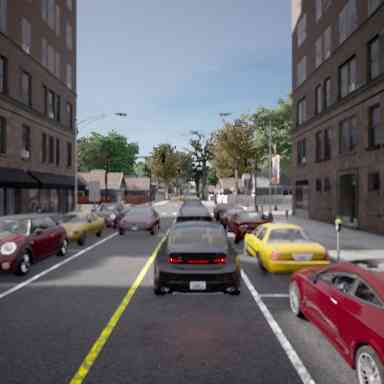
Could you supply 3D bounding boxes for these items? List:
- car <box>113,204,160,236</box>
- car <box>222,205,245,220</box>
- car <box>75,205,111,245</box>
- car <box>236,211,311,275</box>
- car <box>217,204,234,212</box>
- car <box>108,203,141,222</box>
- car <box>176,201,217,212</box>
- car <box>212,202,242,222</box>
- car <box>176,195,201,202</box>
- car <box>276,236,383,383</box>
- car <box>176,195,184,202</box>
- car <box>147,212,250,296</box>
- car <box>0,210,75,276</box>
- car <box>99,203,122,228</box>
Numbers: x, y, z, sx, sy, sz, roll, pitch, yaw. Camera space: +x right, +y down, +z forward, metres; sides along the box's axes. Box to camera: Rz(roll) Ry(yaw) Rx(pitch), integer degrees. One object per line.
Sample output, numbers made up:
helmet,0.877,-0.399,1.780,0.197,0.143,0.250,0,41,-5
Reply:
car,-2.804,1.532,18.608,1.812,1.442,4.674,0,0,0
car,2.664,1.549,15.637,1.887,1.381,4.507,0,0,0
car,-5.361,1.530,15.479,1.752,1.417,4.829,0,0,0
car,2.654,1.527,10.289,1.752,1.417,4.829,0,0,0
car,2.675,1.589,21.155,1.802,1.307,4.206,0,0,0
car,-5.340,1.593,26.687,1.802,1.307,4.206,0,0,0
car,0.133,1.484,18.124,1.882,1.535,5.008,0,0,0
car,2.686,1.576,26.673,1.947,1.339,4.313,0,0,0
car,0.050,1.363,27.180,2.097,1.767,4.553,0,0,0
car,2.643,1.582,4.600,1.802,1.307,4.206,0,0,0
car,-2.912,1.563,82.242,1.882,1.535,5.008,0,0,0
car,0.117,1.506,8.641,1.837,1.490,4.892,0,0,0
car,-5.371,1.442,10.131,1.967,1.590,4.097,0,0,0
car,-5.350,1.448,21.168,1.967,1.590,4.097,0,0,0
